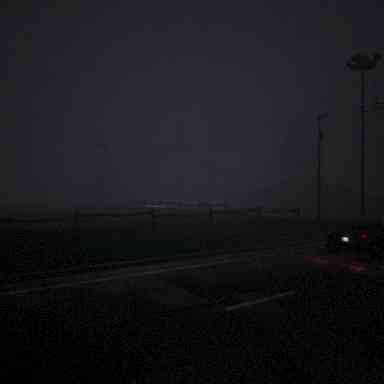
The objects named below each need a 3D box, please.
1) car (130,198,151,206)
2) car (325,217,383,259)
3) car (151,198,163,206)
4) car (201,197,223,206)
[{"bbox_3d":[-10.093,1.890,62.836,1.994,1.385,4.181,1,-1,-36],"label":"car"},{"bbox_3d":[7.246,1.721,13.355,4.181,1.385,1.994,1,0,-36],"label":"car"},{"bbox_3d":[-7.270,1.930,64.908,1.994,1.385,4.181,1,-1,-36],"label":"car"},{"bbox_3d":[3.651,1.799,61.748,2.097,1.767,4.553,1,0,-36],"label":"car"}]
